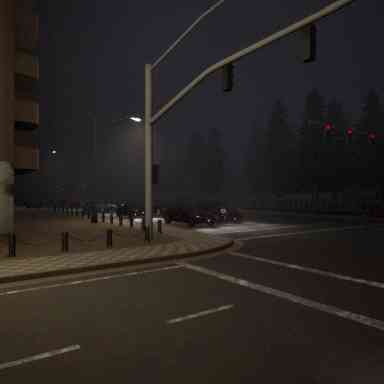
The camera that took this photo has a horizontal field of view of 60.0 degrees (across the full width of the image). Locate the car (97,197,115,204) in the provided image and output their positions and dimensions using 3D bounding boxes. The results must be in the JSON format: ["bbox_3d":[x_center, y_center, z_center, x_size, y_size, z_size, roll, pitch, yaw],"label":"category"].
[{"bbox_3d":[-16.689,1.656,64.485,1.895,1.301,4.718,0,0,-36],"label":"car"}]

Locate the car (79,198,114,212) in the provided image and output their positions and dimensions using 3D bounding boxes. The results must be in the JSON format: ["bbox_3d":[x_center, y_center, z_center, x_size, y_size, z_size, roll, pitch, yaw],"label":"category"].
[{"bbox_3d":[-11.177,1.656,38.562,1.895,1.301,4.718,0,0,-36],"label":"car"}]

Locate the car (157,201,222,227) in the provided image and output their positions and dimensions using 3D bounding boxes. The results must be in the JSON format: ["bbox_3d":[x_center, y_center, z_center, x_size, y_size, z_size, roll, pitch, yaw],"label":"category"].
[{"bbox_3d":[-0.319,1.581,23.508,1.812,1.442,4.674,0,0,-37],"label":"car"}]

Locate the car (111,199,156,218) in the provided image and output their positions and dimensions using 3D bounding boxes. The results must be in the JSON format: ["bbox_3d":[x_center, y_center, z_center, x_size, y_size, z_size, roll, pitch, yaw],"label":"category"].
[{"bbox_3d":[-5.435,1.619,30.577,1.994,1.385,4.181,0,0,-36],"label":"car"}]

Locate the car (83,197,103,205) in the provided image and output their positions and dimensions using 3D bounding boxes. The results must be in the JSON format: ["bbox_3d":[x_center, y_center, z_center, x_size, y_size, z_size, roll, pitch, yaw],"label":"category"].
[{"bbox_3d":[-18.015,1.656,60.365,1.895,1.301,4.718,0,0,-36],"label":"car"}]

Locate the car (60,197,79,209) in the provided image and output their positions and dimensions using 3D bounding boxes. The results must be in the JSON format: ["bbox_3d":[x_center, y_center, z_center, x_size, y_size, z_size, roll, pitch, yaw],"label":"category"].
[{"bbox_3d":[-17.286,1.533,47.108,1.882,1.535,5.008,0,0,-35],"label":"car"}]

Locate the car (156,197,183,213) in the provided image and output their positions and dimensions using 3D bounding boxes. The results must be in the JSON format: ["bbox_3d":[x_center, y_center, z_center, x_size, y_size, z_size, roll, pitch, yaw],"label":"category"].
[{"bbox_3d":[-3.374,1.547,33.709,2.128,1.511,4.902,0,0,-36],"label":"car"}]

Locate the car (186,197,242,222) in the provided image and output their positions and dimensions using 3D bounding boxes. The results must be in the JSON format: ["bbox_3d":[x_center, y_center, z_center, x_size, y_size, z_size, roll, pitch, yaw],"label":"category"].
[{"bbox_3d":[1.862,1.407,26.439,2.097,1.767,4.553,0,0,-36],"label":"car"}]

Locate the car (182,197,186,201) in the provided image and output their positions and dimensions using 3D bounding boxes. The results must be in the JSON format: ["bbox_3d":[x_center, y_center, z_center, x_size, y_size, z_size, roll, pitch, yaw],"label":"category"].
[{"bbox_3d":[-1.779,1.407,43.810,2.097,1.767,4.553,0,0,-36],"label":"car"}]
